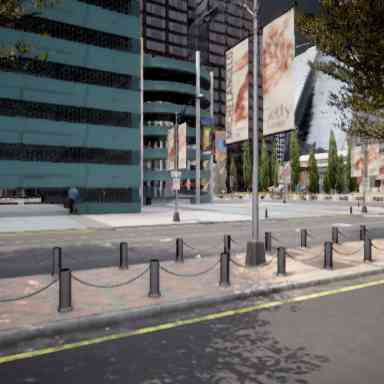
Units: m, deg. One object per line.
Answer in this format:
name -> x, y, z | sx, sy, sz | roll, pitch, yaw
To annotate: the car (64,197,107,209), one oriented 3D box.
car -> -11.775, 1.261, 36.988 | 4.674, 1.452, 2.002 | 0, 0, -28
